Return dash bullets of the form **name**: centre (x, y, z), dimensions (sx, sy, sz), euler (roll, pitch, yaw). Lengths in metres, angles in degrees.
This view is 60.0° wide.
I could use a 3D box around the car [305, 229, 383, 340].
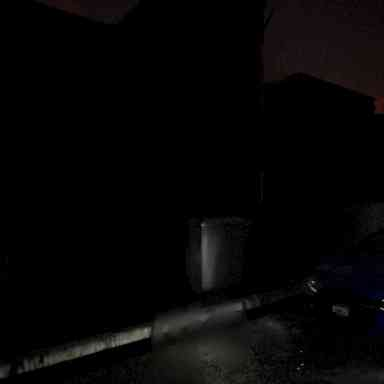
- **car**: centre (4.239, 1.468, 6.400), dimensions (5.008, 1.535, 1.882), euler (-1, 0, -35)
